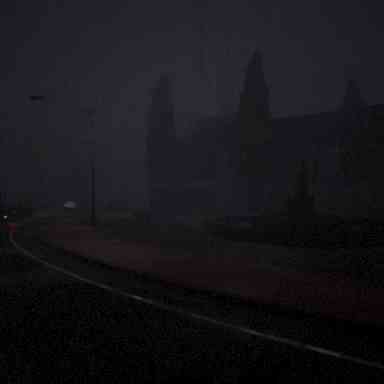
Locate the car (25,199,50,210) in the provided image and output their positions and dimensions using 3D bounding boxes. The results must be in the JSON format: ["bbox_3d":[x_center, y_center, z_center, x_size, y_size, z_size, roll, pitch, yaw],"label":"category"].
[{"bbox_3d":[-18.826,1.545,39.007,2.033,1.411,5.357,0,0,5],"label":"car"}]

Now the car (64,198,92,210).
[{"bbox_3d":[-14.684,1.525,43.080,1.812,1.442,4.674,0,0,11],"label":"car"}]

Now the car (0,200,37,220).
[{"bbox_3d":[-14.686,1.599,27.652,1.895,1.301,4.718,0,0,-12],"label":"car"}]
